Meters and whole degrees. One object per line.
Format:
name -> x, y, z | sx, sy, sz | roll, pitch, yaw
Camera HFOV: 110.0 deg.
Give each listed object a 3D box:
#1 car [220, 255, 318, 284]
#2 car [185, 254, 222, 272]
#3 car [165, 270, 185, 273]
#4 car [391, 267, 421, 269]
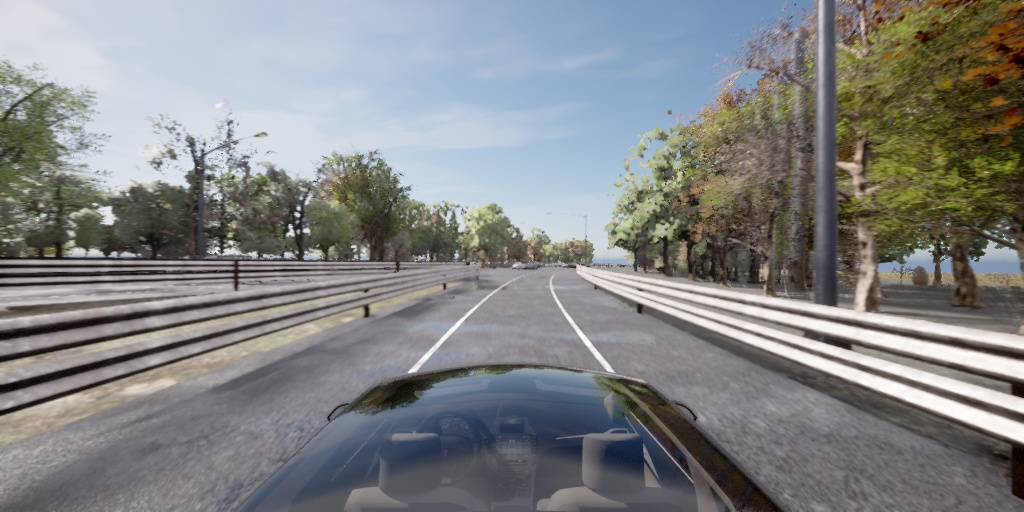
car -> -14.401, 0.860, 22.085 | 1.882, 1.535, 5.008 | 0, -1, 21
car -> -17.679, 0.721, 23.310 | 2.097, 1.767, 4.553 | 0, -1, 21
car -> -20.919, 0.925, 24.639 | 1.994, 1.385, 4.181 | 0, -1, 21
car -> -13.198, 1.388, 44.877 | 1.994, 1.385, 4.181 | 0, -1, 21
